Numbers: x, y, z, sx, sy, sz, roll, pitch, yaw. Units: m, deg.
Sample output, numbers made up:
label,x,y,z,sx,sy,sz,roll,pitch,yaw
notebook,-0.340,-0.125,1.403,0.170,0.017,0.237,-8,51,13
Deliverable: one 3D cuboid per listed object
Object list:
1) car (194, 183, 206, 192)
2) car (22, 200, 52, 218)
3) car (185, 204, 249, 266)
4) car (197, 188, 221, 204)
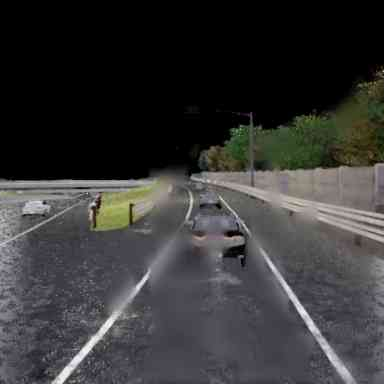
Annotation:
label,x,y,z,sx,sy,sz,roll,pitch,yaw
car,1.318,-0.875,57.365,2.128,1.511,4.902,-1,4,-2
car,-14.328,1.507,30.745,1.812,1.442,4.674,-1,1,-15
car,0.807,1.429,11.393,2.128,1.511,4.902,-1,1,4
car,1.681,0.715,31.581,1.994,1.385,4.181,-1,3,1
